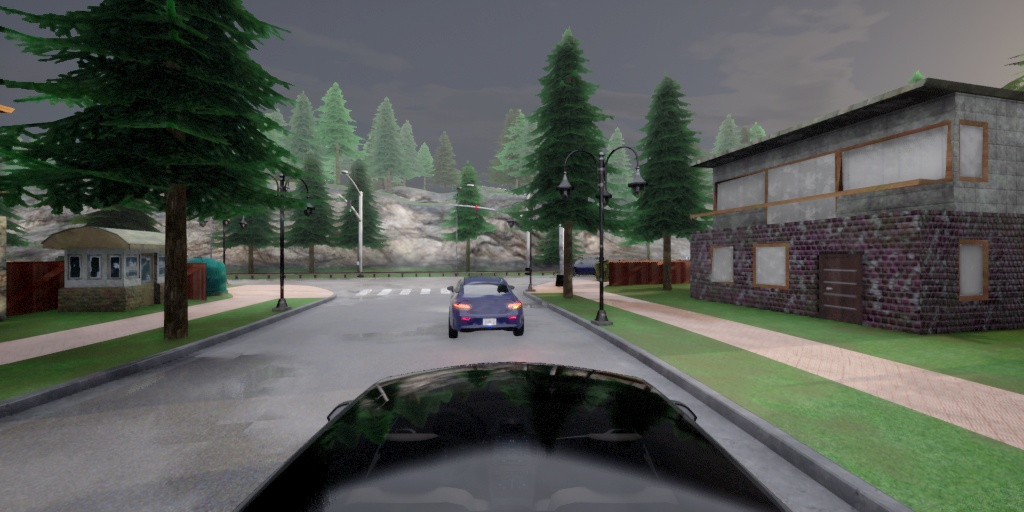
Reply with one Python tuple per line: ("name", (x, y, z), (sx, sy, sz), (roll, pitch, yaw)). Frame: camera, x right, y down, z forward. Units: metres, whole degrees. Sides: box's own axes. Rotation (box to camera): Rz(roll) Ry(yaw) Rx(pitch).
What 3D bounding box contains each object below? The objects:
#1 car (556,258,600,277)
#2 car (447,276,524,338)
("car", (6.282, 0.945, 32.126), (4.553, 1.767, 2.097), (0, 0, -12))
("car", (-0.836, 1.276, 10.119), (1.812, 1.442, 4.674), (0, 0, -9))
